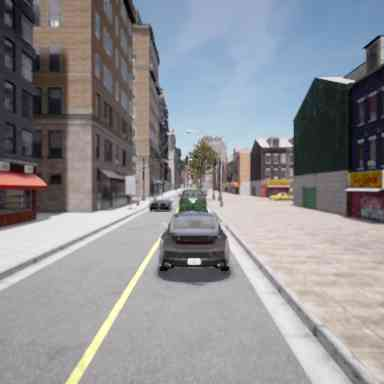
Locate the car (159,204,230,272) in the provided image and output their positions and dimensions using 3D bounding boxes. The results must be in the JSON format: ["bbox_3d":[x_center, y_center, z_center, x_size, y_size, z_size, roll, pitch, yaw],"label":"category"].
[{"bbox_3d":[0.067,1.334,10.198,1.837,1.490,4.892,0,1,0],"label":"car"}]

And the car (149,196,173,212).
[{"bbox_3d":[-2.832,1.079,30.712,1.895,1.301,4.718,0,1,0],"label":"car"}]

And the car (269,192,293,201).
[{"bbox_3d":[13.892,0.738,49.224,4.829,1.417,1.752,0,0,0],"label":"car"}]

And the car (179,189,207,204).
[{"bbox_3d":[0.076,0.755,27.487,2.150,2.045,5.566,0,1,0],"label":"car"}]
